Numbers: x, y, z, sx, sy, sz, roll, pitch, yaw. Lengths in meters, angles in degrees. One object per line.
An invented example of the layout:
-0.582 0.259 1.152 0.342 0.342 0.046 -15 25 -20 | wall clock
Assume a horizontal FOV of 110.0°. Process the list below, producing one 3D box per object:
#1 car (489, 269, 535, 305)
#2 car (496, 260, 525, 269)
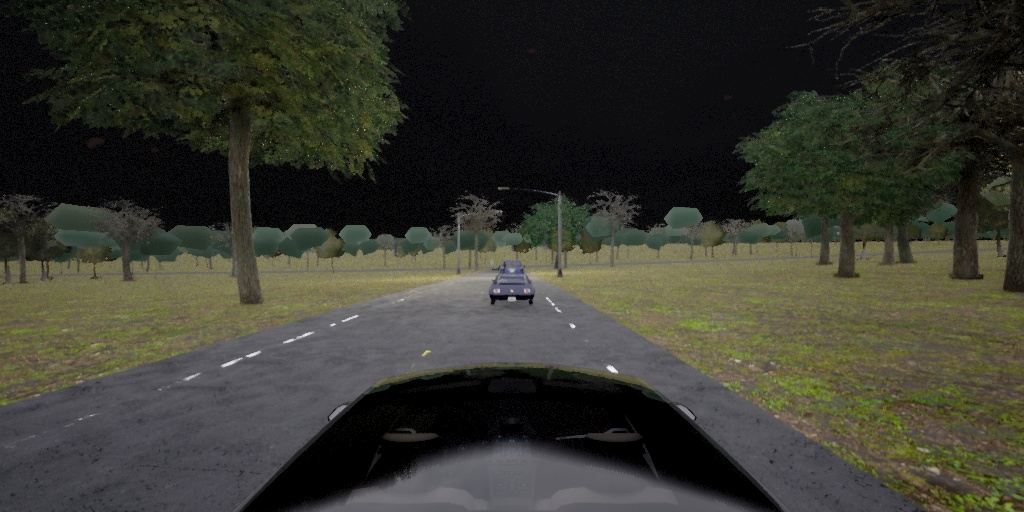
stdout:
0.001 1.457 16.551 1.895 1.301 4.718 0 -1 0 | car
0.001 1.392 31.577 2.150 2.045 5.566 0 -1 0 | car
